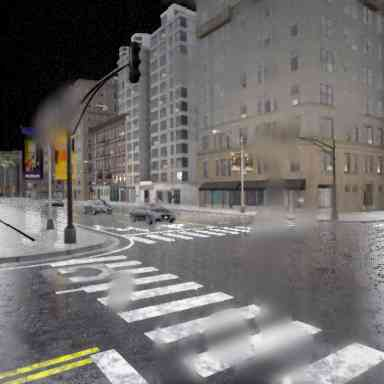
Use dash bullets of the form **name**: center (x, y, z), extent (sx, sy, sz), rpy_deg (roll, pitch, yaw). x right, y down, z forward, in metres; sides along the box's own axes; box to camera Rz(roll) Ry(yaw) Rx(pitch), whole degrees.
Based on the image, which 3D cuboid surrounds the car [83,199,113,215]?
- **car**: center (-9.717, 1.541, 34.165), extent (1.837, 1.490, 4.892), rpy_deg (-1, 1, -35)

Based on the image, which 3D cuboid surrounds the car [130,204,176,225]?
- **car**: center (-2.993, 1.593, 24.773), extent (1.994, 1.385, 4.181), rpy_deg (-1, 0, -36)

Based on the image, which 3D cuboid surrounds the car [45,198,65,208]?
- **car**: center (-20.181, 1.621, 48.857), extent (1.994, 1.385, 4.181), rpy_deg (-1, 0, -35)
